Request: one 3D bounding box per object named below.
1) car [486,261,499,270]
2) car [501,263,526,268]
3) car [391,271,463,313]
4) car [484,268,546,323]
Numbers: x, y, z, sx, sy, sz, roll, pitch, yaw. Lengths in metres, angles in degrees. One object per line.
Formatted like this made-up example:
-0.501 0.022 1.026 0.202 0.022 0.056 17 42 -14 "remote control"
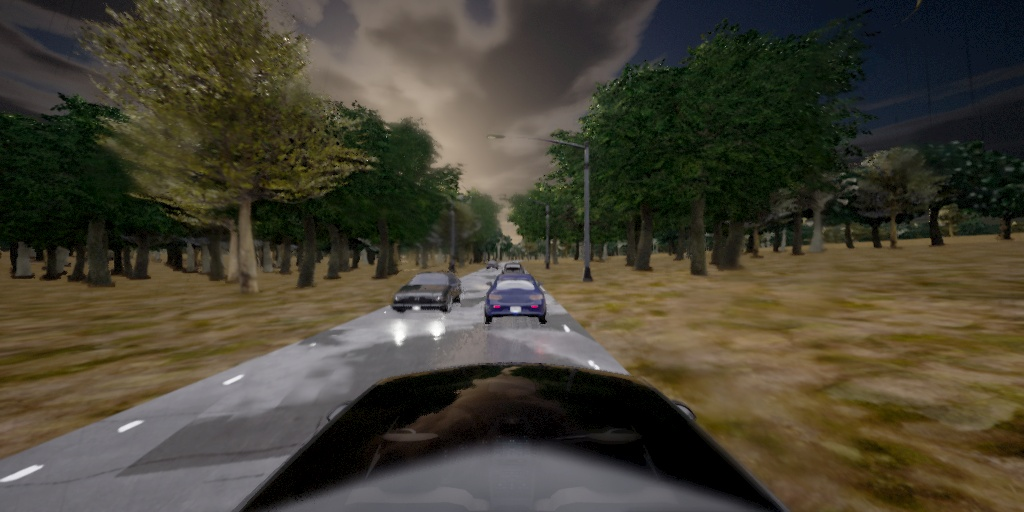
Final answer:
-3.058 1.464 56.527 2.033 1.411 5.357 0 0 1 "car"
0.099 1.322 29.921 1.837 1.490 4.892 0 0 0 "car"
-3.101 1.322 14.300 2.033 1.411 5.357 0 0 0 "car"
0.099 1.295 12.064 1.812 1.442 4.674 0 0 0 "car"
